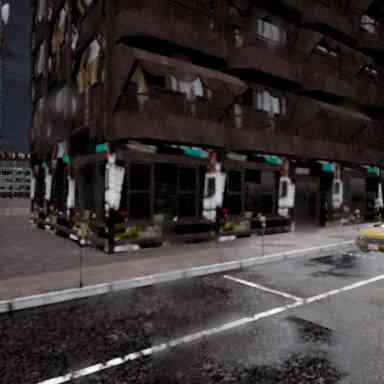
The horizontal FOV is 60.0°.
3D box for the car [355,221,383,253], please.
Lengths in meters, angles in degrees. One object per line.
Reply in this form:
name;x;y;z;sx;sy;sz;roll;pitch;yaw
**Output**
car;7.794;1.446;12.104;4.829;1.417;1.752;0;1;-35
